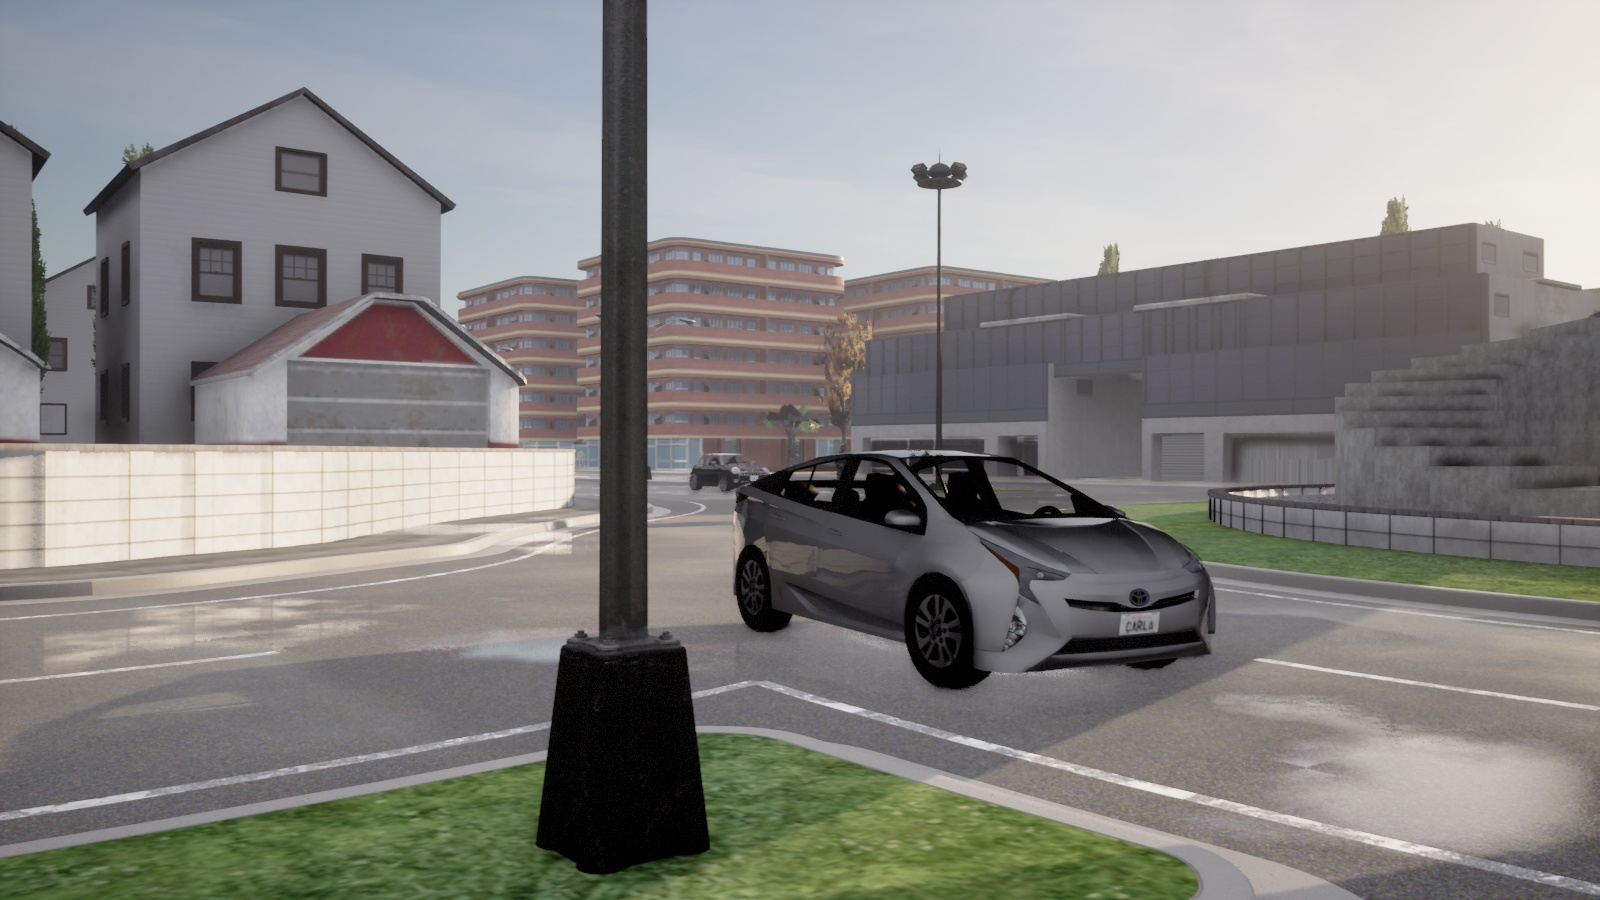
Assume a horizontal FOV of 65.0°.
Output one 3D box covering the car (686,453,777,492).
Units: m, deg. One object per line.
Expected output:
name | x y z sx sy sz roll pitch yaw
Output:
car | -2.720 0.843 49.300 1.970 1.475 3.806 0 0 -32

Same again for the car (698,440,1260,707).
car | 1.029 0.715 9.637 2.007 1.525 4.514 0 0 -28
